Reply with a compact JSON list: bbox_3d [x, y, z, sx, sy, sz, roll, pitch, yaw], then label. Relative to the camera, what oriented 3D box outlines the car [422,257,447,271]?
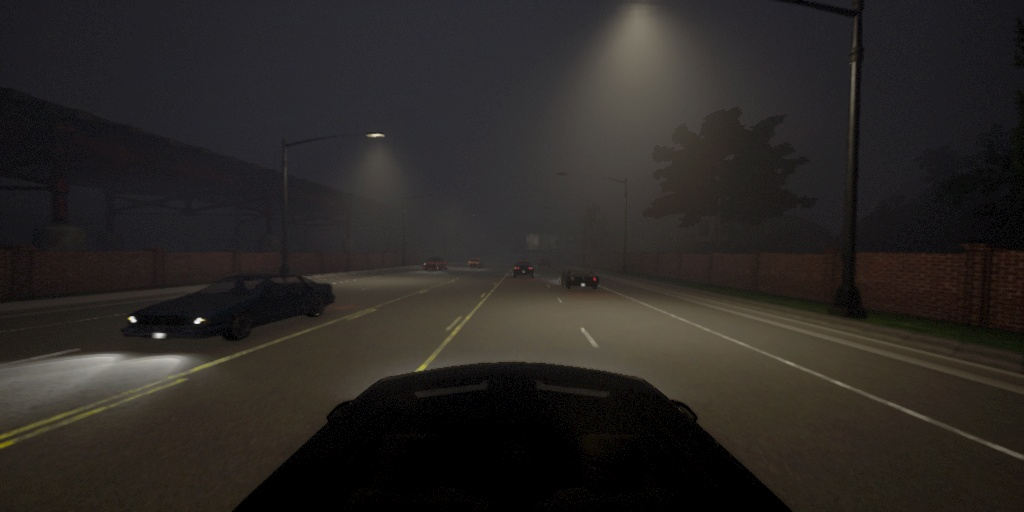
[{"bbox_3d":[-9.238,0.886,43.227,2.097,1.767,4.553,1,0,2],"label":"car"}]

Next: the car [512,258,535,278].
[{"bbox_3d":[1.110,1.225,33.979,1.812,1.442,4.674,1,0,2],"label":"car"}]

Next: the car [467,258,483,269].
[{"bbox_3d":[-5.387,1.044,52.963,1.882,1.535,5.008,1,0,2],"label":"car"}]

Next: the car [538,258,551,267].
[{"bbox_3d":[5.609,1.049,63.110,2.097,1.767,4.553,1,0,2],"label":"car"}]

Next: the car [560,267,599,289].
[{"bbox_3d":[4.230,1.370,23.103,1.895,1.301,4.718,1,0,2],"label":"car"}]

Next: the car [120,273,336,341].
[{"bbox_3d":[-6.917,1.190,9.769,2.033,1.411,5.357,1,0,2],"label":"car"}]
